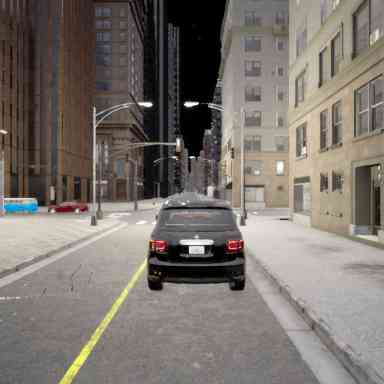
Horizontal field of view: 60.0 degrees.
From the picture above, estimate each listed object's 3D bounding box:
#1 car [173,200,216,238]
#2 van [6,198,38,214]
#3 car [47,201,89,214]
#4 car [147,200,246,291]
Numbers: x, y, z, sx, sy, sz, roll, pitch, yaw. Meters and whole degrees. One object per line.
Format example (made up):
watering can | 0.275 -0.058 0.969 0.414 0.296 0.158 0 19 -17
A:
car | 0.121 1.357 18.618 2.097 1.767 4.553 0 0 0
van | -19.553 1.589 37.536 3.998 1.788 1.690 -1 0 0
car | -13.926 1.725 37.508 4.507 1.381 1.887 -1 0 0
car | 0.113 1.223 9.169 2.150 2.045 5.566 0 0 0
